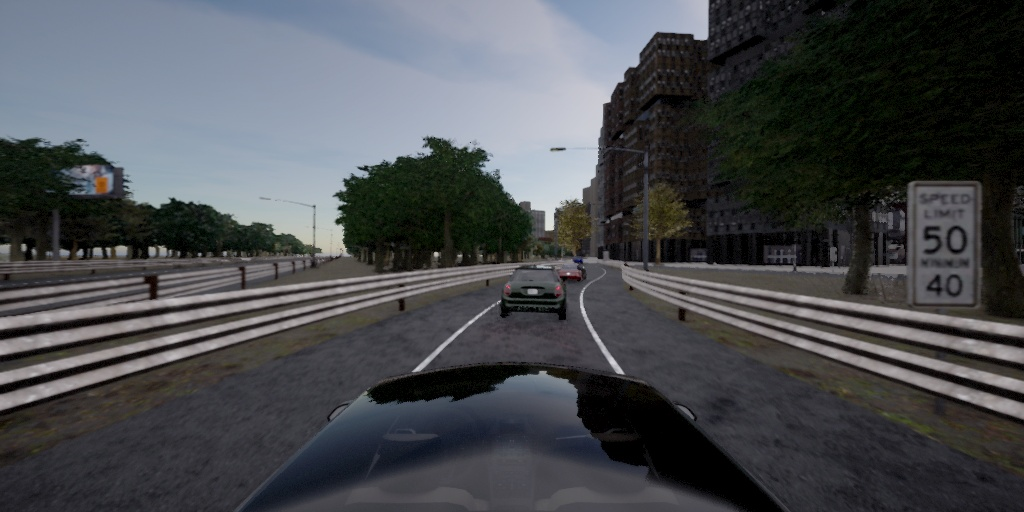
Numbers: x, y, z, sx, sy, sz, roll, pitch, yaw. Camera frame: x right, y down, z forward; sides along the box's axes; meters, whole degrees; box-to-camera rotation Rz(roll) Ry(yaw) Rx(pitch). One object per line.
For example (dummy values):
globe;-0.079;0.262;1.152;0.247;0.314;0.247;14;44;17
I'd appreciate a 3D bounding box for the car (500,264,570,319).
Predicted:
car;0.938;1.112;13.072;2.097;1.767;4.553;1;0;8

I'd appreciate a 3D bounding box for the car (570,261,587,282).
car;5.010;1.345;29.610;1.994;1.385;4.181;0;0;19
